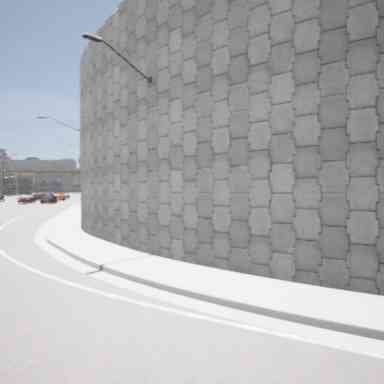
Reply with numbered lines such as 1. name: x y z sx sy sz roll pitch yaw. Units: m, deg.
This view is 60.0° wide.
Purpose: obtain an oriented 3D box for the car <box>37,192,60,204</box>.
1. car: -22.162 1.086 51.570 1.994 1.385 4.181 -1 1 -15

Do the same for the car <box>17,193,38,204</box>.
1. car: -26.249 1.135 53.019 1.895 1.301 4.718 -1 1 -15

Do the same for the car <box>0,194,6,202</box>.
1. car: -35.771 1.024 61.312 2.128 1.511 4.902 -1 1 -15

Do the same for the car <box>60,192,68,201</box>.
1. car: -25.573 0.750 63.815 2.097 1.767 4.553 -1 1 -15

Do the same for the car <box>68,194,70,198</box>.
1. car: -28.186 0.723 73.505 1.895 1.301 4.718 -1 1 -15

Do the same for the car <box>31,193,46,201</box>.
1. car: -28.959 0.931 62.935 1.837 1.490 4.892 -1 1 -15

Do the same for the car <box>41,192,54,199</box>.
1. car: -31.558 0.717 72.565 1.994 1.385 4.181 -1 1 -15
